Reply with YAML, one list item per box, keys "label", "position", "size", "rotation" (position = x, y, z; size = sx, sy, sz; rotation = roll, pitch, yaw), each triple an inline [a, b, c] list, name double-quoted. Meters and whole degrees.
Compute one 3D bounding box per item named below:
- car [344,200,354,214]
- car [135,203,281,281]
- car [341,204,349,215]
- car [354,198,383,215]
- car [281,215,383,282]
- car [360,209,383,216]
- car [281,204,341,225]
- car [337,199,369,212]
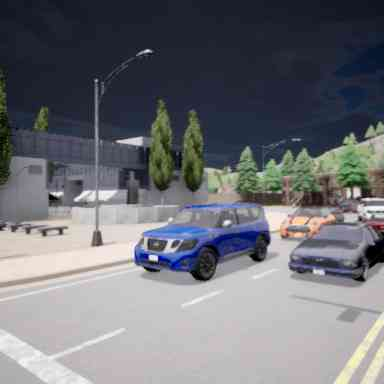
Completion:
- label: "car"
  position: [21.327, 2.128, 44.060]
  size: [1.994, 1.385, 4.181]
  rotation: [-1, -1, -1]
- label: "car"
  position: [0.674, 1.413, 10.991]
  size: [2.150, 2.045, 5.566]
  rotation: [-1, -1, 38]
- label: "car"
  position: [11.399, 1.934, 27.337]
  size: [1.994, 1.385, 4.181]
  rotation: [-1, -1, 20]
- label: "car"
  position: [15.409, 1.563, 27.968]
  size: [2.150, 2.045, 5.566]
  rotation: [-1, -1, 19]
- label: "car"
  position: [4.918, 1.690, 10.610]
  size: [2.033, 1.411, 5.357]
  rotation: [-1, -1, 39]
- label: "car"
  position: [10.663, 1.821, 18.291]
  size: [1.895, 1.301, 4.718]
  rotation: [-1, -1, 33]
- label: "car"
  position: [6.581, 1.618, 18.613]
  size: [2.097, 1.767, 4.553]
  rotation: [-1, -1, 35]
- label: "car"
  position: [24.211, 1.992, 50.120]
  size: [2.097, 1.767, 4.553]
  rotation: [0, -1, -8]
